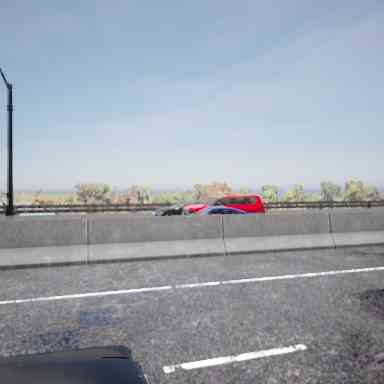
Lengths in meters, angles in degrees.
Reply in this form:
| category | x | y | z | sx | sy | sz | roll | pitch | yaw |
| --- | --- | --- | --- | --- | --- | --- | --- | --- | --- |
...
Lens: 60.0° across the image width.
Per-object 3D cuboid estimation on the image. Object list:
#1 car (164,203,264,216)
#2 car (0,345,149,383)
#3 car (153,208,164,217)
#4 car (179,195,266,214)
| category | x | y | z | sx | sy | sz | roll | pitch | yaw |
| --- | --- | --- | --- | --- | --- | --- | --- | --- | --- |
| car | 1.120 | 1.509 | 17.607 | 4.674 | 1.442 | 1.812 | 0 | 0 | -18 |
| car | -2.379 | 1.604 | 1.609 | 4.718 | 1.301 | 1.895 | 0 | 0 | -18 |
| car | -0.426 | 1.472 | 24.460 | 4.902 | 1.511 | 2.128 | 0 | 0 | -18 |
| car | 2.083 | 1.200 | 21.583 | 5.566 | 2.045 | 2.150 | 0 | 0 | -18 |
